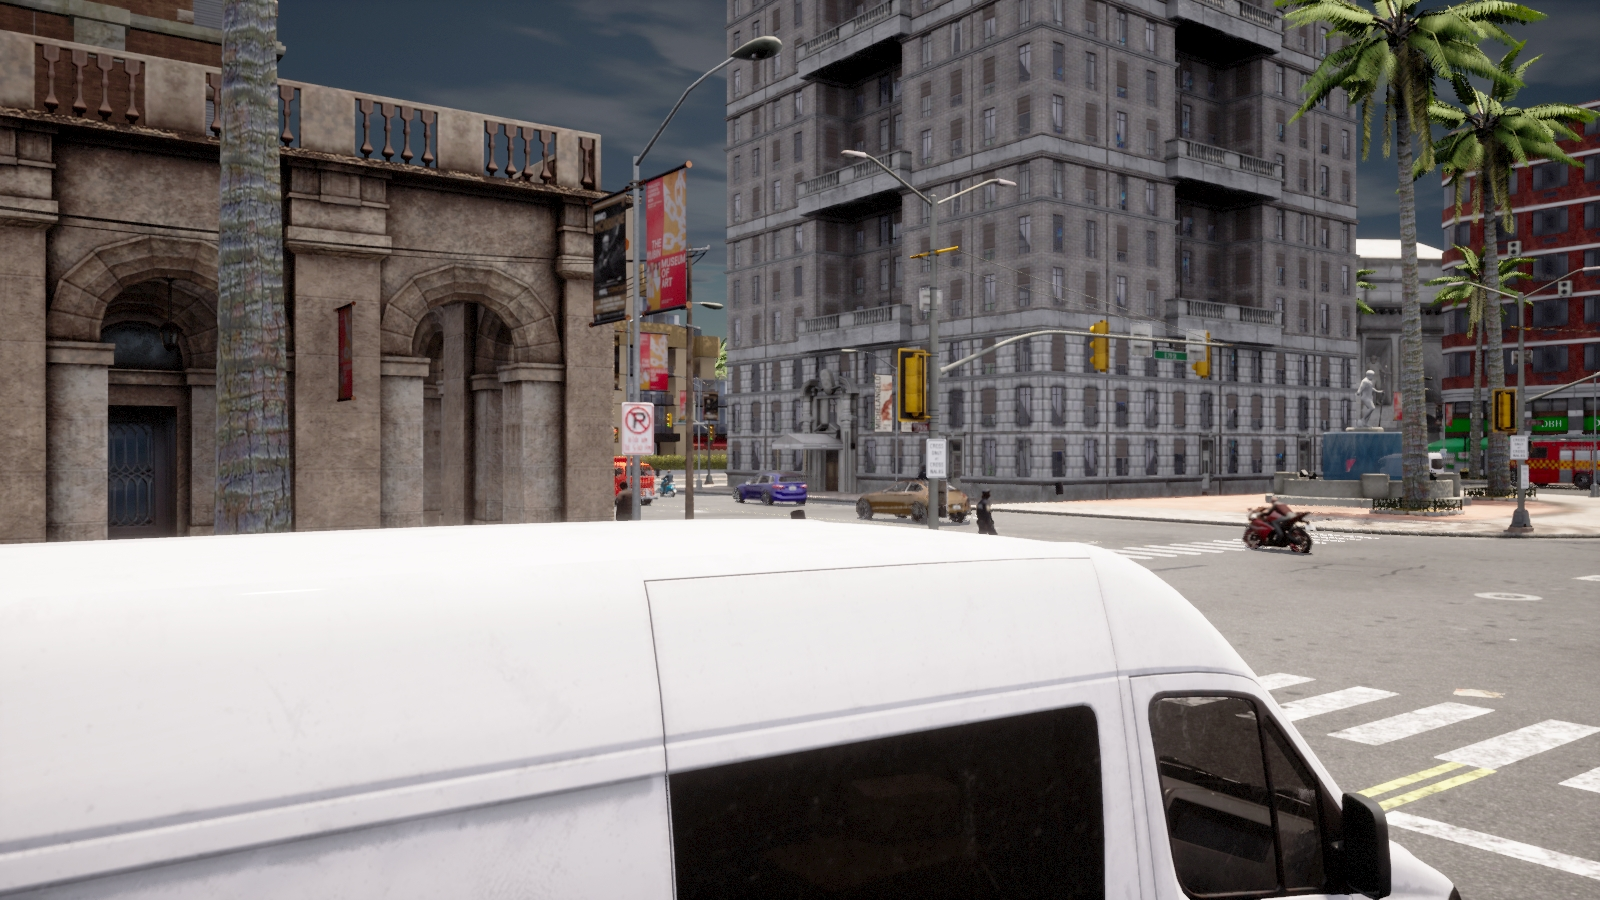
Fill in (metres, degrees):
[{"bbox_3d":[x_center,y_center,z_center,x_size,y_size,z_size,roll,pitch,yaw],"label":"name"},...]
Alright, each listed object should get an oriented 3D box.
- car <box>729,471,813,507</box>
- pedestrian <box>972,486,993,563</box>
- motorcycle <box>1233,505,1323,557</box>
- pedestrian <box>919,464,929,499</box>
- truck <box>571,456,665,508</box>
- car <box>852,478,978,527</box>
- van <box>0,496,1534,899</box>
[{"bbox_3d":[-1.544,1.956,58.819,2.242,1.667,4.611,0,0,-33],"label":"car"},{"bbox_3d":[4.524,1.841,28.352,0.375,1.860,0.375,0,0,-29],"label":"pedestrian"},{"bbox_3d":[13.082,2.193,31.342,0.867,1.251,2.209,-1,0,-27],"label":"motorcycle"},{"bbox_3d":[6.645,1.680,61.300,0.375,1.860,0.375,0,0,-24],"label":"pedestrian"},{"bbox_3d":[-9.263,1.556,57.836,2.627,2.467,5.204,0,0,-35],"label":"truck"},{"bbox_3d":[4.401,1.980,44.534,2.152,1.651,5.027,0,0,-35],"label":"car"},{"bbox_3d":[0.019,1.533,3.806,5.915,2.561,1.988,0,0,-35],"label":"van"}]
